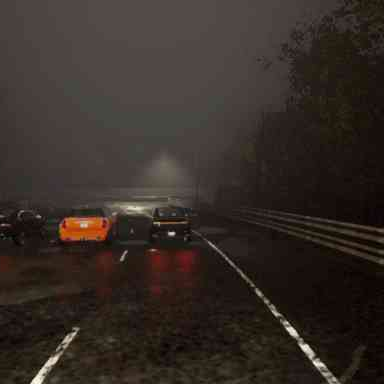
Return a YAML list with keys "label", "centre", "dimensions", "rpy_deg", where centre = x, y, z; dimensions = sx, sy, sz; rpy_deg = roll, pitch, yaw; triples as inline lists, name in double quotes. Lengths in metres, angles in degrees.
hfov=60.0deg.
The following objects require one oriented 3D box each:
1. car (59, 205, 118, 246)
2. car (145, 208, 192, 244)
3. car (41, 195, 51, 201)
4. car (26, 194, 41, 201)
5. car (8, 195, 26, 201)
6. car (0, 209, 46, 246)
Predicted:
- label: "car"
  centre: [-4.640, 1.364, 15.487]
  dimensions: [2.097, 1.767, 4.553]
  rpy_deg: [0, 0, -8]
- label: "car"
  centre: [-1.180, 1.493, 16.018]
  dimensions: [2.128, 1.511, 4.902]
  rpy_deg: [0, 0, -8]
- label: "car"
  centre: [-37.454, 1.459, 84.188]
  dimensions: [4.892, 1.490, 1.837]
  rpy_deg: [0, 0, 40]
- label: "car"
  centre: [-39.775, 1.318, 81.569]
  dimensions: [4.553, 1.767, 2.097]
  rpy_deg: [0, 0, 40]
- label: "car"
  centre: [-42.142, 1.492, 78.989]
  dimensions: [4.902, 1.511, 2.128]
  rpy_deg: [0, 0, 40]
- label: "car"
  centre: [-8.108, 1.493, 15.015]
  dimensions: [2.128, 1.511, 4.902]
  rpy_deg: [0, 0, -8]
